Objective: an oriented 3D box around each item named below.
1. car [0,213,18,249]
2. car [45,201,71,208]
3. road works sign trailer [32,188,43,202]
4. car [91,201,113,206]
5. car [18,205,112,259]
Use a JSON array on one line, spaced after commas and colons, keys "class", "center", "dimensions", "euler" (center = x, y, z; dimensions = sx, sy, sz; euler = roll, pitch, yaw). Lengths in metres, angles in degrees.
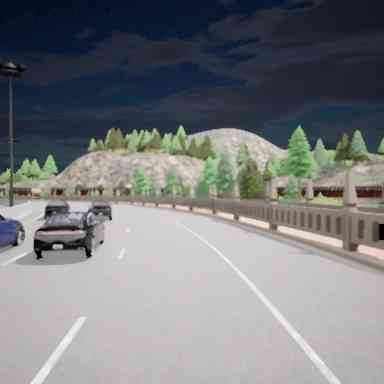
[{"class": "car", "center": [-7.945, 1.364, 12.248], "dimensions": [2.097, 1.767, 4.553], "euler": [0, 0, -7]}, {"class": "car", "center": [-11.760, 1.497, 29.267], "dimensions": [1.882, 1.535, 5.008], "euler": [0, 0, -17]}, {"class": "road works sign trailer", "center": [-37.815, 0.717, 80.991], "dimensions": [2.380, 3.560, 2.880], "euler": [-1, 0, -38]}, {"class": "car", "center": [-7.857, 1.500, 28.427], "dimensions": [1.837, 1.490, 4.892], "euler": [0, 0, -16]}, {"class": "car", "center": [-4.471, 1.484, 12.695], "dimensions": [2.128, 1.511, 4.902], "euler": [0, 0, -8]}]
